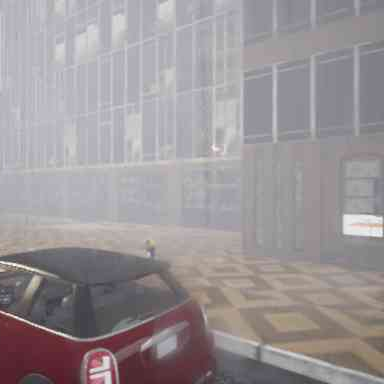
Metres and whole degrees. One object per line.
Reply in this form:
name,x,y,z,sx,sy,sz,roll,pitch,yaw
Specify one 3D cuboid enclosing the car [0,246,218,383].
car,-1.806,1.423,4.164,4.097,1.590,1.967,0,0,35
